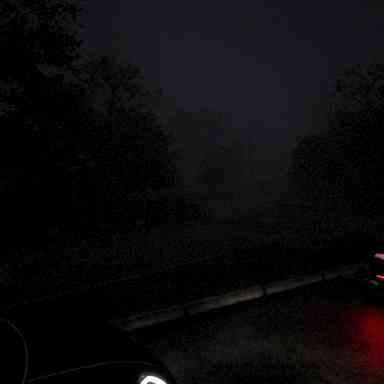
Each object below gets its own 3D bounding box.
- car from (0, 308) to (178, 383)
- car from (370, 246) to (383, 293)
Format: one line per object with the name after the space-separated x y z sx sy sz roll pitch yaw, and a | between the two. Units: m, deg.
-2.175 1.354 1.762 4.553 1.767 2.097 0 0 -35 | car
5.785 1.386 7.026 4.902 1.511 2.128 -1 1 -32 | car
